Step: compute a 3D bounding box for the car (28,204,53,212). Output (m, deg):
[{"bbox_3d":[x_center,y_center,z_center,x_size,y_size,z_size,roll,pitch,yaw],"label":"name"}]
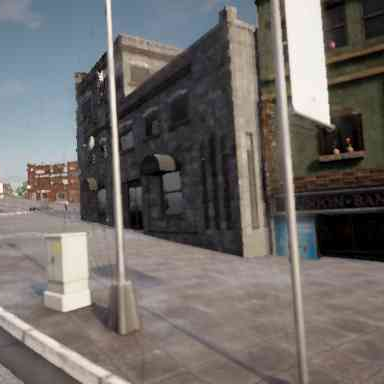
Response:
[{"bbox_3d":[-26.533,2.746,58.542,2.033,1.411,5.357,-4,-1,6],"label":"car"}]
